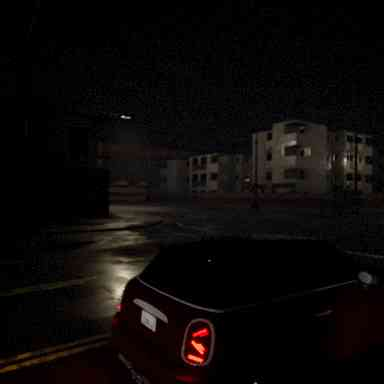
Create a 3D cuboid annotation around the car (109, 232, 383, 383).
[{"bbox_3d":[1.284,1.364,4.693,4.553,1.767,2.097,0,0,-35],"label":"car"}]
